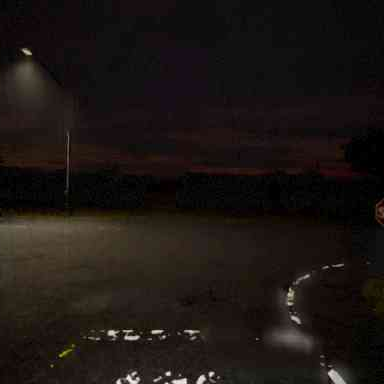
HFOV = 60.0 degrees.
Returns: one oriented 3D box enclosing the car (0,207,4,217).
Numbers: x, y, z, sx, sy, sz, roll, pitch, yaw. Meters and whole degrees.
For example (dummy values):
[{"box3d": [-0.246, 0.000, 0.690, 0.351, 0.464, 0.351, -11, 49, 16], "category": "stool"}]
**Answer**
[{"box3d": [-15.504, 1.228, 21.966, 5.357, 1.411, 2.033, 2, 1, 0], "category": "car"}]
